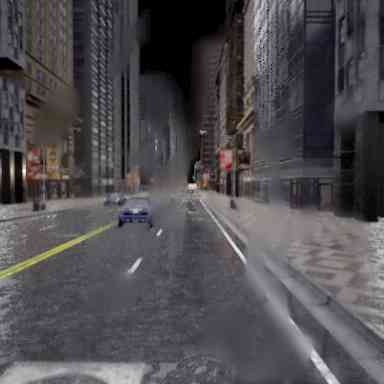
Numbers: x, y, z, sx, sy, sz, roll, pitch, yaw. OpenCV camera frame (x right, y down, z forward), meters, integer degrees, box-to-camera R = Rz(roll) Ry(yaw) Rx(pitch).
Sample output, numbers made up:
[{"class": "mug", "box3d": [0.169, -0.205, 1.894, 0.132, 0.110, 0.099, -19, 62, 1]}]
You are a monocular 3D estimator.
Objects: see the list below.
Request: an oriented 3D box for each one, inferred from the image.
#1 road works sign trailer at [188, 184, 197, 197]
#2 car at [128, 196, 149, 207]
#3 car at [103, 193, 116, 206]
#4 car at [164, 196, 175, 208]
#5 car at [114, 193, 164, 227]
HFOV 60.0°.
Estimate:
[{"class": "road works sign trailer", "box3d": [0.133, -0.477, 91.723, 2.380, 3.560, 2.880, 1, 0, 0]}, {"class": "car", "box3d": [-6.565, 1.138, 41.379, 1.895, 1.301, 4.718, 0, 1, 0]}, {"class": "car", "box3d": [-9.808, 0.878, 42.487, 2.097, 1.767, 4.553, 0, 1, 0]}, {"class": "car", "box3d": [-3.142, 1.116, 39.666, 1.994, 1.385, 4.181, 0, 1, 0]}, {"class": "car", "box3d": [-3.145, 1.094, 20.740, 2.097, 1.767, 4.553, 0, 1, 0]}]
